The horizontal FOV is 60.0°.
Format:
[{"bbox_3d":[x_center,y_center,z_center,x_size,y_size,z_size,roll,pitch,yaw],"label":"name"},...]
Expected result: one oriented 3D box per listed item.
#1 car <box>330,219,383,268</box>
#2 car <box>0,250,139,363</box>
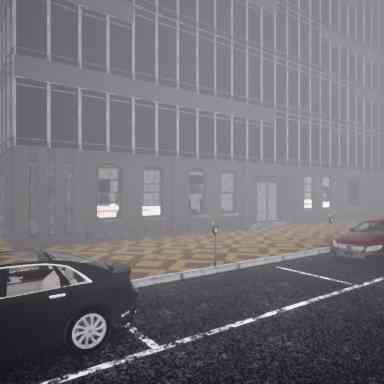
[{"bbox_3d":[6.367,1.582,11.121,4.206,1.307,1.802,0,0,-36],"label":"car"},{"bbox_3d":[-2.891,1.551,4.497,4.403,1.369,2.008,0,0,-36],"label":"car"}]
